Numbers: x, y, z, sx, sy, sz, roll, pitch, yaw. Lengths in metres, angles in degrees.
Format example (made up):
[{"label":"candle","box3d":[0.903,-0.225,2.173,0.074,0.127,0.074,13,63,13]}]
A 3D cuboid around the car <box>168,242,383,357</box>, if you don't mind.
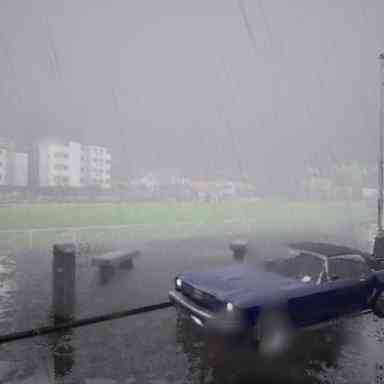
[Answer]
[{"label":"car","box3d":[1.988,1.666,6.169,4.718,1.301,1.895,1,-1,-31]}]
